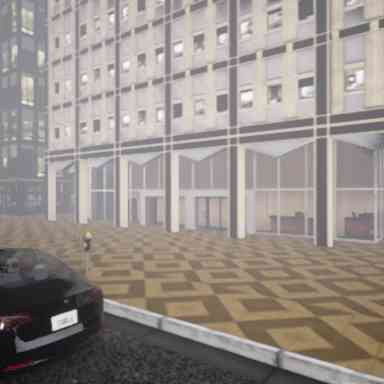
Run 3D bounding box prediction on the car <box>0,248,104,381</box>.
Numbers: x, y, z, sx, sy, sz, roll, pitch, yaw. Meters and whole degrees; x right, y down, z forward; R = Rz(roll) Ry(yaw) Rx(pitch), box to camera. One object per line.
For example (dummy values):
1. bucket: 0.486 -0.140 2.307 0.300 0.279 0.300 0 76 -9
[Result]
1. car: -3.201 1.550 5.163 4.313 1.339 1.947 0 0 36
